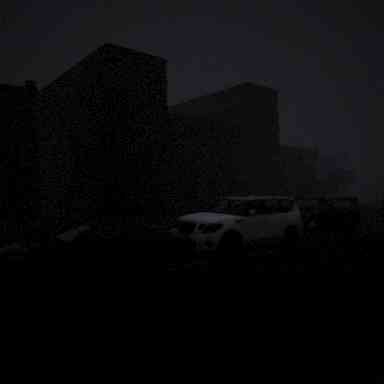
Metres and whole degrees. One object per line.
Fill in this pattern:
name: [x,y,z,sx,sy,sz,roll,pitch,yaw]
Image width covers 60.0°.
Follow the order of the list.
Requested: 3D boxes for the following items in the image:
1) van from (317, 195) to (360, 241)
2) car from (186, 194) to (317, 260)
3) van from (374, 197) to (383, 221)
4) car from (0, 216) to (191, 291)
van: [6.182,1.116,15.658,4.442,1.987,1.878,1,0,-41]
car: [1.885,1.128,12.220,5.566,2.045,2.435,1,0,-40]
van: [14.523,1.059,23.111,1.878,1.987,4.442,2,0,44]
car: [-2.577,1.456,8.902,4.674,1.452,2.002,1,0,-36]
